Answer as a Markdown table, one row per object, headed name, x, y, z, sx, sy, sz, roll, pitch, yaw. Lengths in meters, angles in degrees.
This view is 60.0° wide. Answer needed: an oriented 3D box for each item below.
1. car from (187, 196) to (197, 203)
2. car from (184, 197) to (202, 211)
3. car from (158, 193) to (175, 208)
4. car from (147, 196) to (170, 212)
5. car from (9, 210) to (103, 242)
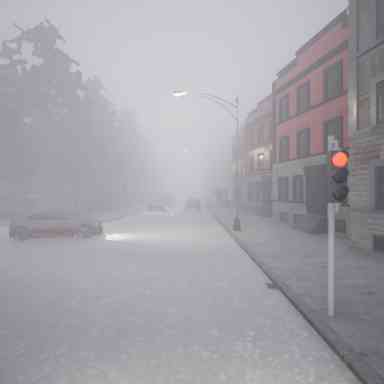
| name | x | y | z | sx | sy | sz | roll | pitch | yaw |
| --- | --- | --- | --- | --- | --- | --- | --- | --- | --- |
| car | 0.055 | 1.679 | 71.332 | 1.994 | 1.385 | 4.181 | 0 | 0 | 0 |
| car | 0.113 | 1.503 | 41.691 | 1.837 | 1.490 | 4.892 | 0 | 0 | 0 |
| car | -4.087 | 1.219 | 49.517 | 2.150 | 2.045 | 5.566 | 0 | 0 | 0 |
| car | -4.094 | 1.545 | 39.329 | 2.033 | 1.411 | 5.357 | 0 | 0 | 0 |
| car | -6.505 | 1.564 | 16.156 | 4.181 | 1.385 | 1.994 | 0 | 0 | -14 |
